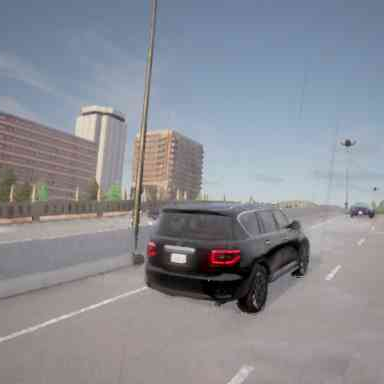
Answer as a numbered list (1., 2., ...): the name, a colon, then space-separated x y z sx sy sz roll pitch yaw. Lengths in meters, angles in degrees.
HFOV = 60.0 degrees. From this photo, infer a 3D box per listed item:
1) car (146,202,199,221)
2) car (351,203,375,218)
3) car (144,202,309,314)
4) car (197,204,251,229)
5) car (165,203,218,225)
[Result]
1. car: -1.634 1.686 30.110 2.033 1.411 5.357 0 0 32
2. car: 16.739 1.774 32.540 1.812 1.442 4.674 0 -1 33
3. car: 1.206 1.267 8.120 2.150 2.045 5.566 0 0 32
4. car: 2.370 1.648 23.364 1.812 1.442 4.674 0 0 32
5. car: 0.067 1.633 26.261 1.837 1.490 4.892 0 -1 32
